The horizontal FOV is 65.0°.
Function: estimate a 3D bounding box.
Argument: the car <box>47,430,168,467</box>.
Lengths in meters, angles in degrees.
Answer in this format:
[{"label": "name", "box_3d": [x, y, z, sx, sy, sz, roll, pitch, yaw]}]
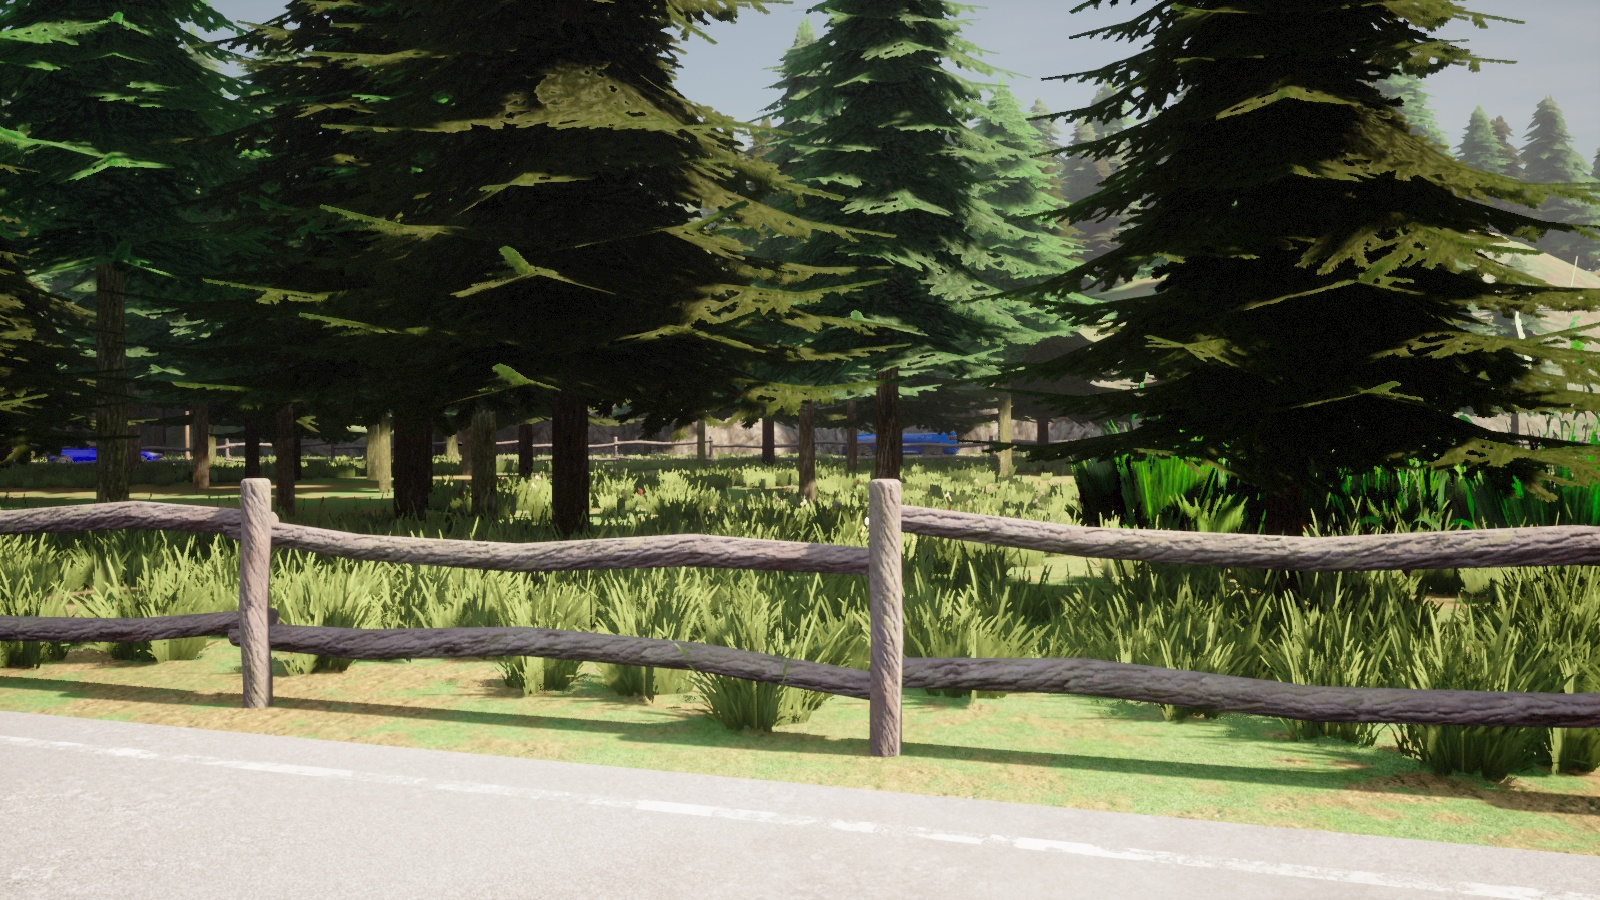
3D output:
[{"label": "car", "box_3d": [-28.926, -0.075, 52.568, 4.193, 1.474, 1.816, 0, 1, -19]}]

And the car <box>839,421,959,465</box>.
[{"label": "car", "box_3d": [4.700, -0.361, 59.879, 5.566, 2.045, 2.150, 0, 1, 4]}]
